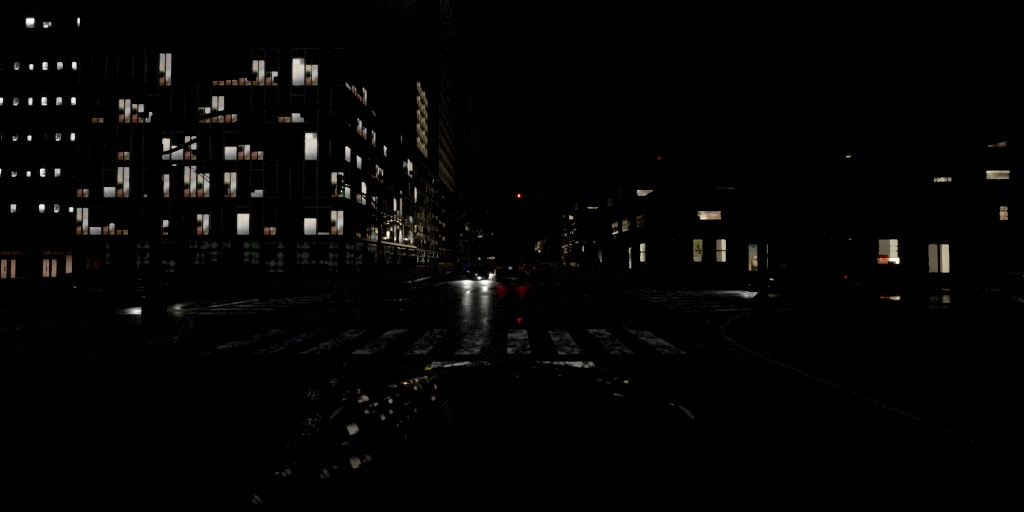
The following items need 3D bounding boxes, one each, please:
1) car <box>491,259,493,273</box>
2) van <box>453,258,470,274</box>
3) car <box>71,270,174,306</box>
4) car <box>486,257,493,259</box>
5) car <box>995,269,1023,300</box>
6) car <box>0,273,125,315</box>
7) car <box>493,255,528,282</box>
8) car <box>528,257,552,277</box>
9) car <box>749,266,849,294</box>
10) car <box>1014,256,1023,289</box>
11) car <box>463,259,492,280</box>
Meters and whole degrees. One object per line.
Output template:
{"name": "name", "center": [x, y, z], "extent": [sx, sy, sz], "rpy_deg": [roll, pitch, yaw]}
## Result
{"name": "car", "center": [-3.025, 1.319, 42.036], "extent": [1.994, 1.385, 4.181], "rpy_deg": [0, 0, 0]}
{"name": "van", "center": [-5.619, 1.096, 40.639], "extent": [1.690, 1.789, 3.998], "rpy_deg": [0, 0, 0]}
{"name": "car", "center": [-17.868, 1.359, 15.798], "extent": [5.008, 1.535, 1.882], "rpy_deg": [-1, -1, 1]}
{"name": "car", "center": [-3.005, 1.303, 52.316], "extent": [2.033, 1.411, 5.357], "rpy_deg": [0, 0, 0]}
{"name": "car", "center": [20.709, 0.994, 12.751], "extent": [4.829, 1.417, 1.751], "rpy_deg": [0, 0, 1]}
{"name": "car", "center": [-17.399, 1.412, 13.186], "extent": [4.207, 1.307, 1.802], "rpy_deg": [0, 0, 1]}
{"name": "car", "center": [-0.133, 0.976, 28.857], "extent": [2.150, 2.045, 5.566], "rpy_deg": [0, 0, 0]}
{"name": "car", "center": [2.751, 1.194, 34.988], "extent": [1.967, 1.591, 4.097], "rpy_deg": [0, 0, 0]}
{"name": "car", "center": [14.782, 1.190, 18.620], "extent": [4.181, 1.385, 1.994], "rpy_deg": [-1, -1, 0]}
{"name": "car", "center": [29.620, 0.838, 18.444], "extent": [4.553, 1.767, 2.097], "rpy_deg": [-1, -1, 1]}
{"name": "car", "center": [-3.019, 1.280, 32.087], "extent": [1.812, 1.442, 4.674], "rpy_deg": [0, 0, -1]}
